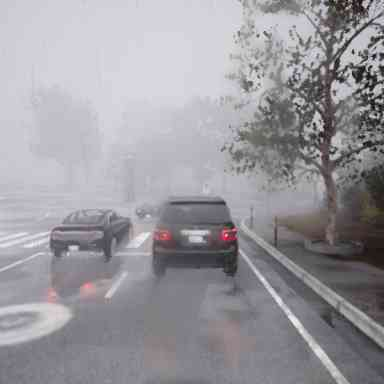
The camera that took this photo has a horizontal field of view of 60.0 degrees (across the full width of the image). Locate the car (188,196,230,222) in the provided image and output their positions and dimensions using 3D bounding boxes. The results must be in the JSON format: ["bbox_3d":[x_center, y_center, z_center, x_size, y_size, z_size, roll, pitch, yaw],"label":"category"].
[{"bbox_3d":[1.350,1.142,24.074,1.882,1.535,5.008,1,1,17],"label":"car"}]

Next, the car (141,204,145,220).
[{"bbox_3d":[-2.362,1.254,24.051,1.895,1.301,4.718,0,1,13],"label":"car"}]

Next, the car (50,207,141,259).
[{"bbox_3d":[-3.413,1.360,12.035,2.128,1.511,4.902,0,1,0],"label":"car"}]

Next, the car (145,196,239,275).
[{"bbox_3d":[0.078,1.117,10.211,2.150,2.045,5.566,0,1,0],"label":"car"}]

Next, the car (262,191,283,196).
[{"bbox_3d":[15.998,-0.023,67.002,2.033,1.411,5.357,-1,3,-23],"label":"car"}]

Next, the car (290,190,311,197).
[{"bbox_3d":[20.589,0.179,63.350,1.895,1.301,4.718,-1,2,-15],"label":"car"}]
